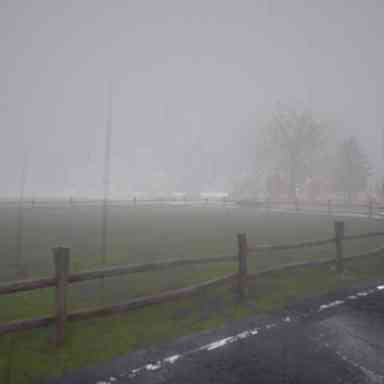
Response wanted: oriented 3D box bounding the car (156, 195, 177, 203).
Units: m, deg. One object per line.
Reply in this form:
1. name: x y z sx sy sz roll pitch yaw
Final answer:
1. car: -4.542 1.220 59.225 1.895 1.301 4.718 -1 1 -35

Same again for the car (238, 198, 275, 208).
1. car: 8.004 1.388 41.370 1.895 1.301 4.718 -1 1 -35
